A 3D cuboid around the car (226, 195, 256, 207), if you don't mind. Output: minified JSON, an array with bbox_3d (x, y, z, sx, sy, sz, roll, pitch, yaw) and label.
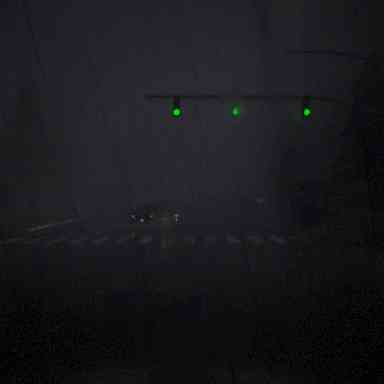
[{"bbox_3d":[8.115,1.432,54.505,2.150,2.045,5.566,0,0,30],"label":"car"}]

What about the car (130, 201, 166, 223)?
[{"bbox_3d":[-3.567,1.658,26.533,2.033,1.411,5.357,0,0,0],"label":"car"}]

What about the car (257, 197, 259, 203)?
[{"bbox_3d":[10.156,1.772,63.220,1.812,1.442,4.674,0,0,44],"label":"car"}]

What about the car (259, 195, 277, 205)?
[{"bbox_3d":[14.632,1.453,62.800,5.566,2.045,2.150,0,0,-43],"label":"car"}]

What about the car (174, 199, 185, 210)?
[{"bbox_3d":[-2.263,1.707,46.497,1.837,1.490,4.892,0,0,13],"label":"car"}]

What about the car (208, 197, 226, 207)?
[{"bbox_3d":[4.370,1.575,54.929,2.097,1.767,4.553,0,0,30],"label":"car"}]

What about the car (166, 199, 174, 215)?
[{"bbox_3d":[-3.348,1.683,36.406,1.812,1.442,4.674,0,0,2],"label":"car"}]
